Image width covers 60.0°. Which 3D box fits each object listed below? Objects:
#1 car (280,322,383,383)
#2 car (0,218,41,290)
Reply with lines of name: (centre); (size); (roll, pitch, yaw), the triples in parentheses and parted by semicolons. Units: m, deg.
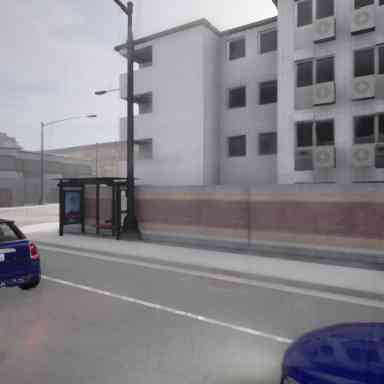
car: (2.849, 1.526, 1.913); (4.674, 1.442, 1.812); (0, 0, 36)
car: (-5.651, 1.352, 7.897); (4.553, 1.767, 2.097); (0, 0, 35)
